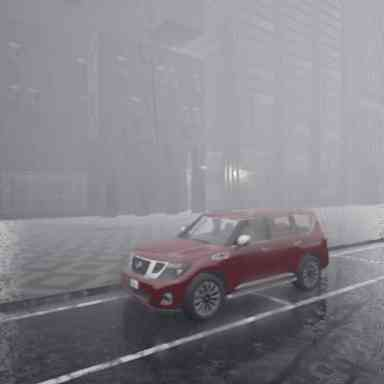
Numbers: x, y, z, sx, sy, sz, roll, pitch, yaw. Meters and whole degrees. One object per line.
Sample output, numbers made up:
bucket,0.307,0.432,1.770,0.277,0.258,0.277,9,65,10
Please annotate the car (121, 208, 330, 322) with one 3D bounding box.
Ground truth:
car,1.015,1.311,7.403,5.009,1.841,2.192,0,0,-36
